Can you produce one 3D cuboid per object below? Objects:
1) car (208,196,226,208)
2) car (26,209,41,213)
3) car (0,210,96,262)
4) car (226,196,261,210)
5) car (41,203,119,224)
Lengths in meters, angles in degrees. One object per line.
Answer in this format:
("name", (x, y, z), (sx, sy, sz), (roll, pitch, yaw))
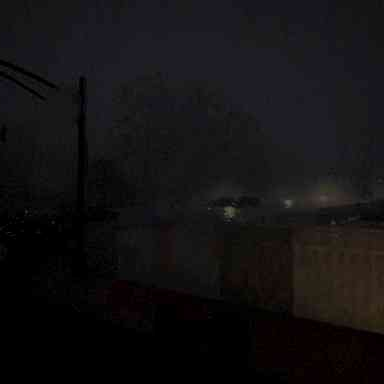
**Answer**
("car", (3.826, 1.219, 41.704), (1.994, 1.385, 4.181), (2, 2, 40))
("car", (-10.007, 1.518, 25.181), (1.895, 1.301, 4.718), (2, 2, 40))
("car", (-6.746, 1.812, 13.731), (1.837, 1.490, 4.892), (2, 2, 40))
("car", (6.561, 1.249, 39.907), (1.837, 1.490, 4.892), (2, 2, 40))
("car", (-7.510, 1.612, 23.103), (1.895, 1.301, 4.718), (2, 2, 40))
